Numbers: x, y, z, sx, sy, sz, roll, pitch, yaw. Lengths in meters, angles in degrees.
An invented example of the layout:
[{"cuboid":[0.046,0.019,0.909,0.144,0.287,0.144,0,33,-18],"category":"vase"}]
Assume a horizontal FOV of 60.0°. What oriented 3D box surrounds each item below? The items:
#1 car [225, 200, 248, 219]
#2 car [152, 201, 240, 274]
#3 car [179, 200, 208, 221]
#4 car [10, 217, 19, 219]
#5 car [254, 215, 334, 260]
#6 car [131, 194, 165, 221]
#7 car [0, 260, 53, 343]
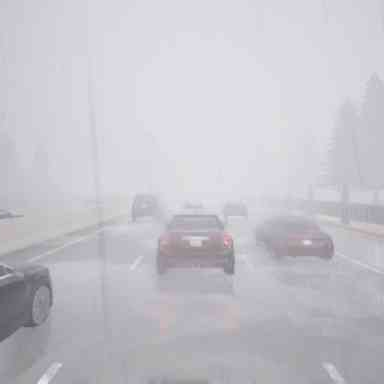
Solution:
[{"cuboid":[3.607,1.434,28.977,1.882,1.535,5.008,0,0,0],"category":"car"},{"cuboid":[0.100,1.336,10.676,2.097,1.767,4.553,0,0,0],"category":"car"},{"cuboid":[0.106,1.450,27.411,2.128,1.511,4.902,0,0,0],"category":"car"},{"cuboid":[-10.596,1.575,16.883,1.895,1.301,4.718,0,0,0],"category":"car"},{"cuboid":[3.601,1.545,12.410,1.994,1.385,4.181,0,0,0],"category":"car"},{"cuboid":[-3.394,1.181,26.512,2.150,2.045,5.566,0,0,0],"category":"car"},{"cuboid":[-3.407,1.485,4.065,2.128,1.511,4.902,0,0,0],"category":"car"}]
